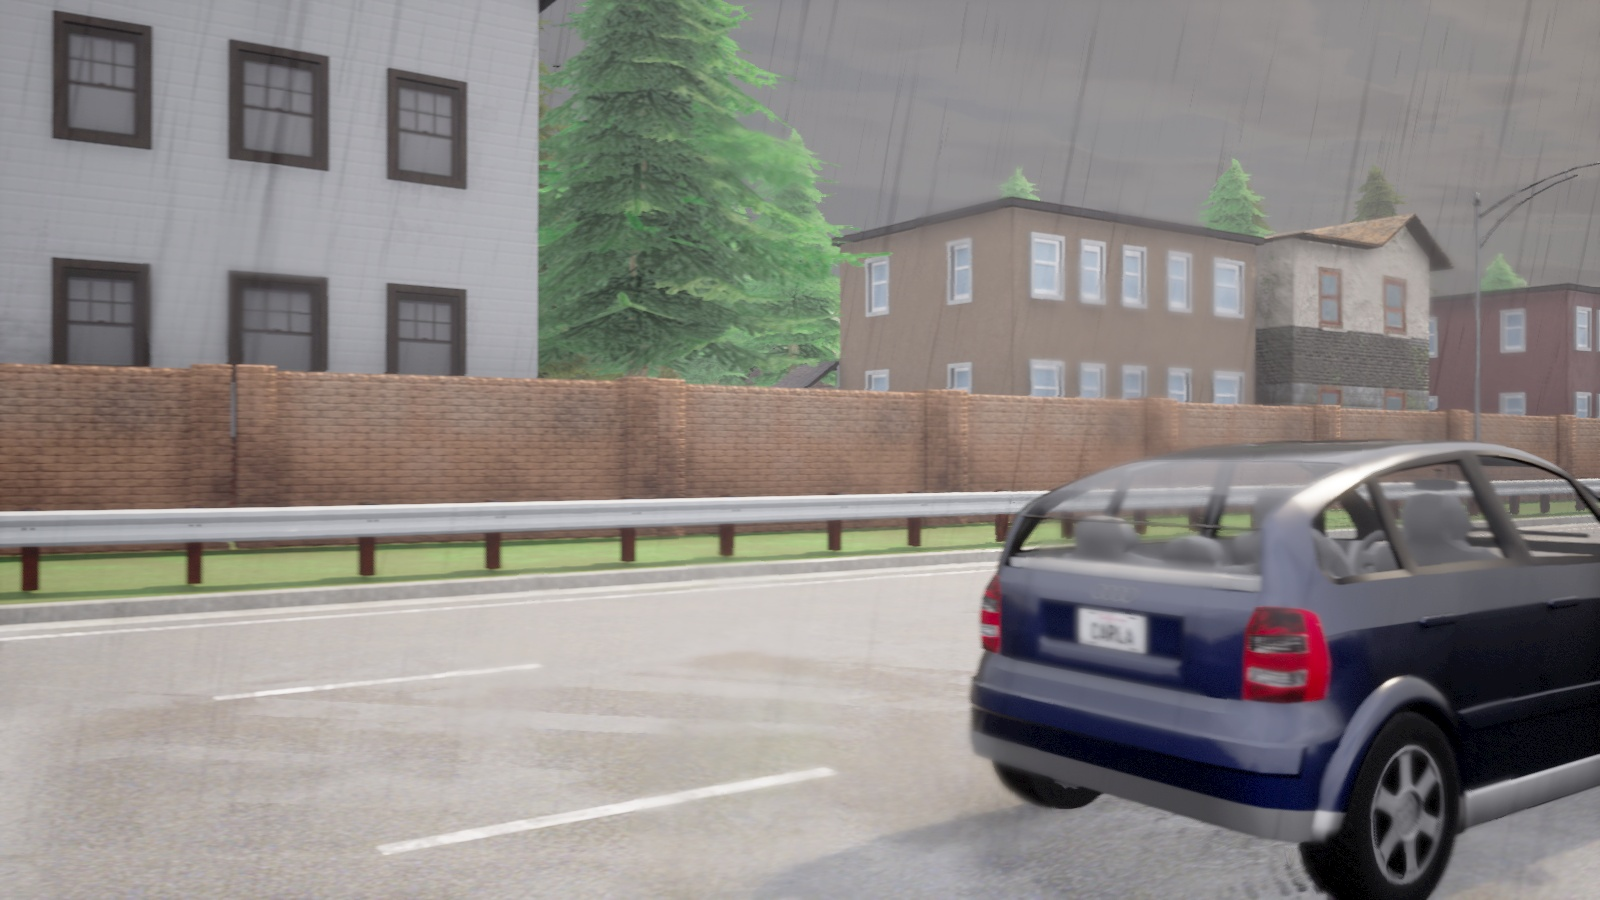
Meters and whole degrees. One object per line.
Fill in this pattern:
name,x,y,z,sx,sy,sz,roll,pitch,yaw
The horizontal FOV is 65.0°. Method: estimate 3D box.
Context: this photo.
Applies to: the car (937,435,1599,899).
car,2.596,0.732,5.466,3.705,1.549,1.789,0,0,-35
